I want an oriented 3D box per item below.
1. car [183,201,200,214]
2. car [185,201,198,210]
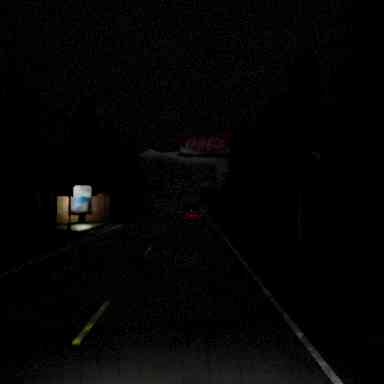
[{"bbox_3d":[-0.071,1.911,41.512,1.837,1.490,4.892,0,-1,0],"label":"car"},{"bbox_3d":[-0.091,2.111,51.928,1.895,1.301,4.718,0,-1,0],"label":"car"}]
